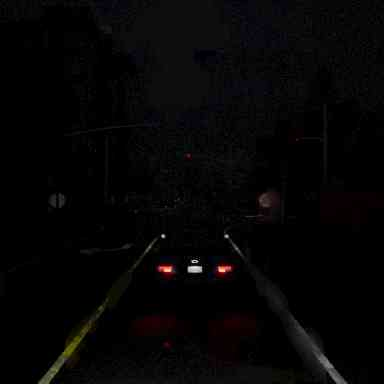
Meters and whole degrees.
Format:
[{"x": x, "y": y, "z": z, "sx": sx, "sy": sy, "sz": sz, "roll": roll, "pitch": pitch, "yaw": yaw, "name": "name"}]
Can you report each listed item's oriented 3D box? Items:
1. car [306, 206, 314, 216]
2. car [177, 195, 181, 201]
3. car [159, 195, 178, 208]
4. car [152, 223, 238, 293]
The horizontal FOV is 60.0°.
[{"x": 12.969, "y": 1.587, "z": 30.353, "sx": 4.718, "sy": 1.301, "sz": 1.895, "roll": 0, "pitch": 0, "yaw": -1, "name": "car"}, {"x": -3.472, "y": 1.506, "z": 59.083, "sx": 1.837, "sy": 1.490, "sz": 4.892, "roll": 0, "pitch": 0, "yaw": 1, "name": "car"}, {"x": -3.510, "y": 1.547, "z": 47.446, "sx": 2.033, "sy": 1.411, "sz": 5.357, "roll": 0, "pitch": 0, "yaw": 0, "name": "car"}, {"x": 0.074, "y": 1.547, "z": 8.964, "sx": 2.033, "sy": 1.411, "sz": 5.357, "roll": 0, "pitch": 0, "yaw": 0, "name": "car"}]
